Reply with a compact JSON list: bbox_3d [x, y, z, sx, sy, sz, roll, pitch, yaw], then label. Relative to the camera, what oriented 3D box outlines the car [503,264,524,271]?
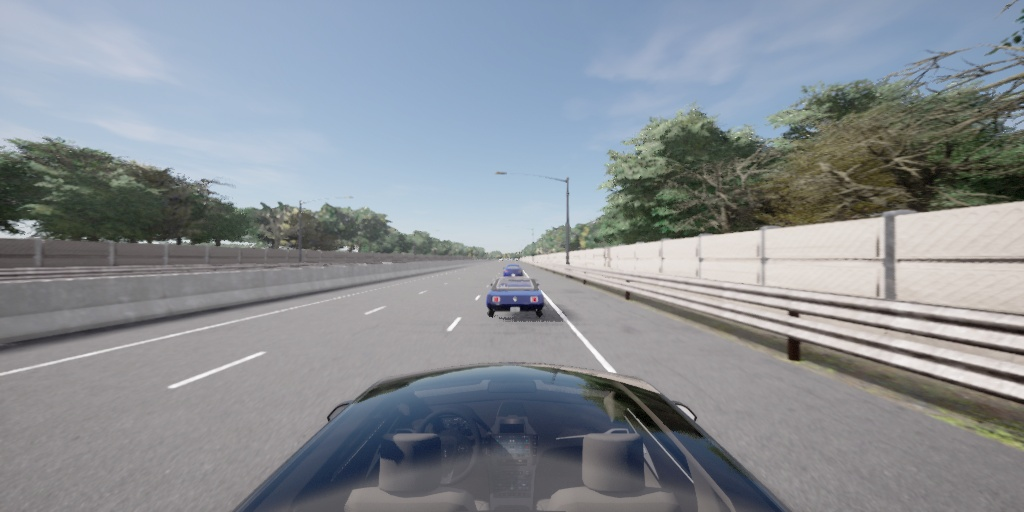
[{"bbox_3d":[0.119,1.504,33.688,1.812,1.442,4.674,0,0,0],"label":"car"}]

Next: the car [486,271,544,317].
[{"bbox_3d":[0.107,1.432,13.664,1.895,1.301,4.718,0,0,0],"label":"car"}]
